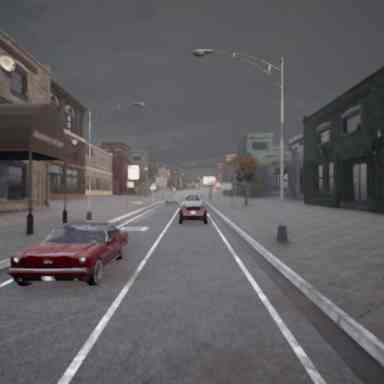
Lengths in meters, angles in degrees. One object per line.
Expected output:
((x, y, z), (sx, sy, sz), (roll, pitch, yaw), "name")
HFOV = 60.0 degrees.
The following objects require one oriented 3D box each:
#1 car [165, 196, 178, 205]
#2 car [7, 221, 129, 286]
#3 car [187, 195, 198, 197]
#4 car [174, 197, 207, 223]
((-3.123, 1.236, 51.881), (1.895, 1.301, 4.718), (0, 0, 0), "car")
((-3.109, 1.556, 9.391), (1.895, 1.301, 4.718), (0, 0, 0), "car")
((0.055, 1.144, 42.193), (2.033, 1.649, 4.856), (0, 1, 0), "car")
((0.074, 1.368, 24.240), (2.163, 1.488, 4.792), (0, 0, 0), "car")
